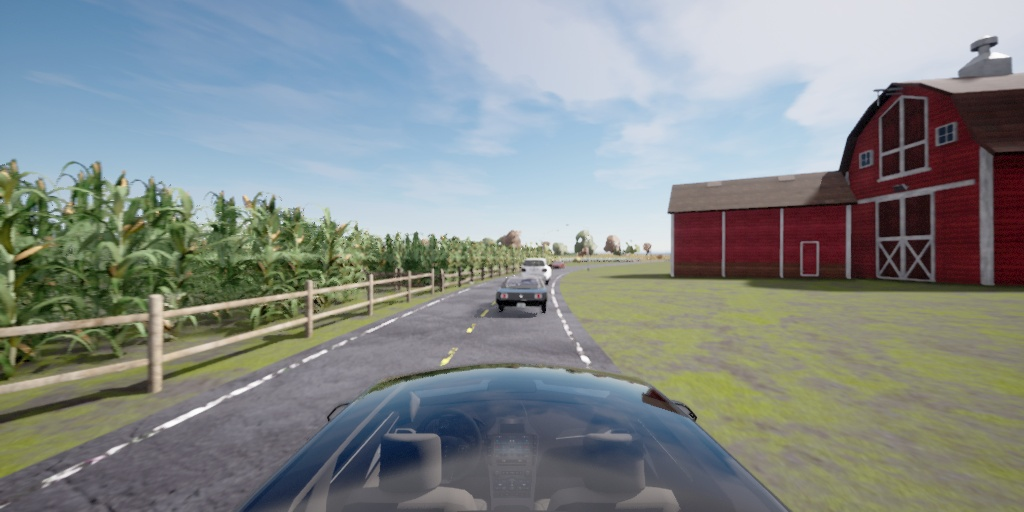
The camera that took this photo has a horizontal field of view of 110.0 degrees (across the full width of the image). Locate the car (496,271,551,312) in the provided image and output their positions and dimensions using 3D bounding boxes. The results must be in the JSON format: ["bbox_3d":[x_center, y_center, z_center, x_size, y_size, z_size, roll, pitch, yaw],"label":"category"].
[{"bbox_3d":[0.516,1.476,14.939,1.895,1.301,4.718,0,0,5],"label":"car"}]

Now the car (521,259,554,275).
[{"bbox_3d":[2.012,1.217,29.084,2.150,2.045,5.566,0,0,9],"label":"car"}]
